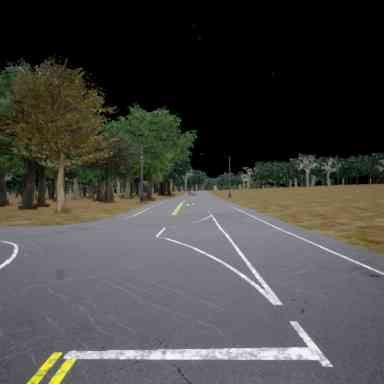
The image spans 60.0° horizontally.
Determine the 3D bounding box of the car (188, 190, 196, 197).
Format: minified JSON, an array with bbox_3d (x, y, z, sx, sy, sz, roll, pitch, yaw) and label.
[{"bbox_3d":[0.001,0.363,93.923,2.097,1.767,4.553,0,1,4],"label":"car"}]
